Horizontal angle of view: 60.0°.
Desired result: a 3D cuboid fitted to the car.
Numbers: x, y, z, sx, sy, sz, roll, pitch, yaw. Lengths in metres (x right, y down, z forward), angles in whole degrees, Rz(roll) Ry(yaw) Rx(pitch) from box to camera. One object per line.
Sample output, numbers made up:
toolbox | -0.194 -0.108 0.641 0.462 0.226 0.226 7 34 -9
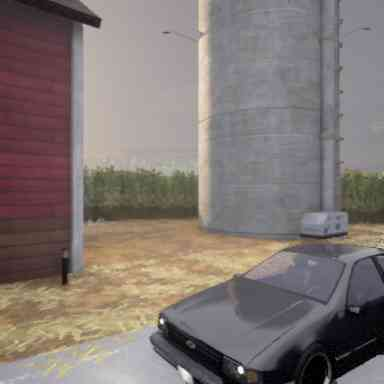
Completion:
car | 2.094 1.547 5.066 5.357 1.411 2.033 0 0 -35
